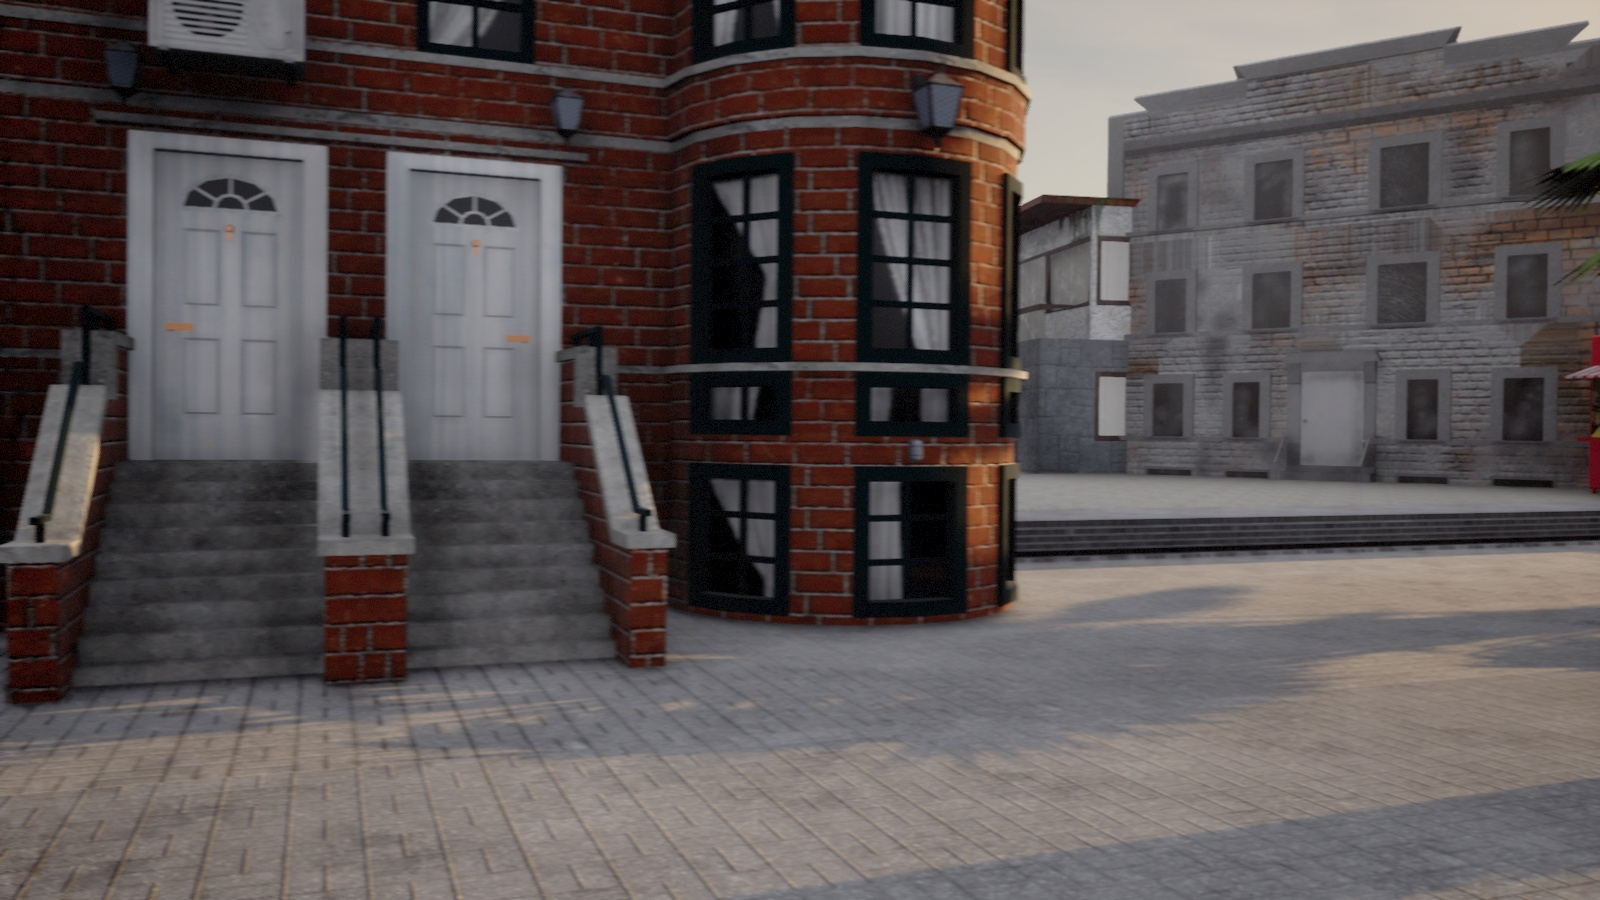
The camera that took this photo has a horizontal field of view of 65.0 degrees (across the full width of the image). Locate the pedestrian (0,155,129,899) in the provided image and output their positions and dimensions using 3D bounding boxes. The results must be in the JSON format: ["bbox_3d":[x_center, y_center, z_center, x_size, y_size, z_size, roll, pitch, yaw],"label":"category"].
[{"bbox_3d":[-1.711,0.488,2.238,0.788,1.949,0.423,-1,1,0],"label":"pedestrian"}]
